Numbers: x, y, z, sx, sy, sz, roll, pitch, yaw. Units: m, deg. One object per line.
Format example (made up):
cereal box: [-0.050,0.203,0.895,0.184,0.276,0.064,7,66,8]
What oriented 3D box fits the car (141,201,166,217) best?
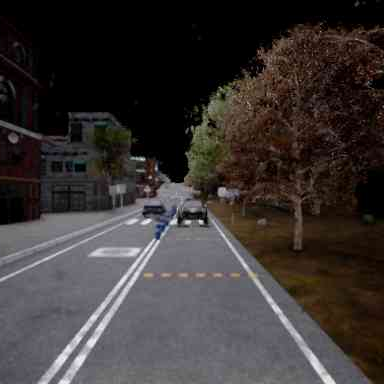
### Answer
car: [-3.416,1.492,30.641,2.033,1.411,5.357,0,-1,0]

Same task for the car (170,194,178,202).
car: [-3.689,1.124,71.950,2.097,1.767,4.553,0,0,-1]

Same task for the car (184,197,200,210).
car: [-0.032,1.462,43.505,2.033,1.411,5.357,0,0,0]

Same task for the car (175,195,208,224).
car: [0.055,1.311,24.618,2.097,1.767,4.553,0,-1,0]
